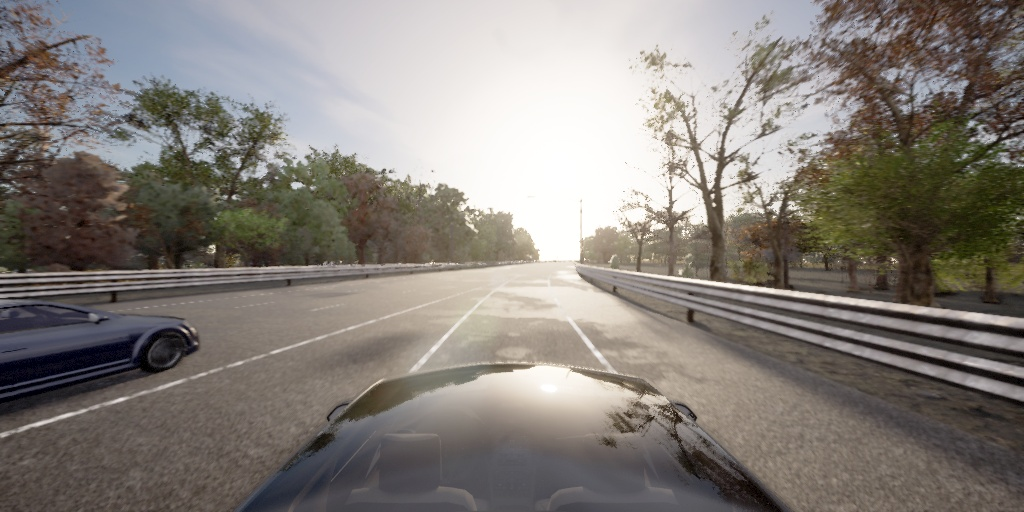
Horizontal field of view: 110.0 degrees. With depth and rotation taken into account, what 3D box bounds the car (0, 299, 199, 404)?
[{"bbox_3d":[-7.170,1.301,5.148,1.994,1.385,4.181,0,0,9],"label":"car"}]
